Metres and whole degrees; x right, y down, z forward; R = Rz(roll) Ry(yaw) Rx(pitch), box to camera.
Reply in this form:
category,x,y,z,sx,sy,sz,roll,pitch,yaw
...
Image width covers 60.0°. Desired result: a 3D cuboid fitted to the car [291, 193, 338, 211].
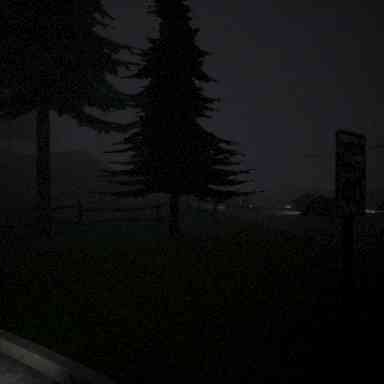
category,x,y,z,sx,sy,sz,roll,pitch,yaw
car,11.100,0.830,30.431,1.812,1.442,4.674,0,1,-12

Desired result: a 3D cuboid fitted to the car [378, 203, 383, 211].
category,x,y,z,sx,sy,sz,roll,pitch,yaw
car,16.051,1.003,23.939,2.033,1.411,5.357,0,1,-12

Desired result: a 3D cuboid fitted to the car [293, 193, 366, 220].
category,x,y,z,sx,sy,sz,roll,pitch,yaw
car,9.201,1.033,22.493,2.033,1.411,5.357,0,1,-12

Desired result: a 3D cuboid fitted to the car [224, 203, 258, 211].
category,x,y,z,sx,sy,sz,roll,pitch,yaw
car,4.249,0.859,28.990,1.812,1.442,4.674,0,1,-12
